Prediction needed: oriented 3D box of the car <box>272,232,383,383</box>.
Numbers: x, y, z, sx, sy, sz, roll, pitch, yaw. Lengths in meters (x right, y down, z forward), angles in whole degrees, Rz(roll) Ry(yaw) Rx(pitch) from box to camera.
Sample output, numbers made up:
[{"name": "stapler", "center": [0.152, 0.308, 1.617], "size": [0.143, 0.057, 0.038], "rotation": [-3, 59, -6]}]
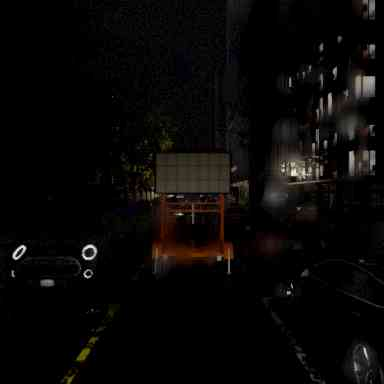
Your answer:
[{"name": "car", "center": [2.700, 1.566, 4.783], "size": [1.947, 1.339, 4.313], "rotation": [0, 0, 0]}]

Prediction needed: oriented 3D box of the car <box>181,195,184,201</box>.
[{"name": "car", "center": [-2.880, 1.458, 81.306], "size": [1.895, 1.301, 4.718], "rotation": [0, 0, 0]}]

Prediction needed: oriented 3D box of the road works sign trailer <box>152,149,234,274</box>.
[{"name": "road works sign trailer", "center": [0.031, 0.462, 10.526], "size": [2.380, 3.560, 2.880], "rotation": [0, 0, 1]}]

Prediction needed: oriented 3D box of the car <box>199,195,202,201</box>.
[{"name": "car", "center": [2.795, 1.446, 67.281], "size": [1.887, 1.381, 4.507], "rotation": [0, 0, 0]}]

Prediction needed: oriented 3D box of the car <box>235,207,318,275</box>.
[{"name": "car", "center": [2.709, 1.438, 10.464], "size": [1.967, 1.590, 4.097], "rotation": [0, 0, 0]}]

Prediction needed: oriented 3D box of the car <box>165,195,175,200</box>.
[{"name": "car", "center": [-5.560, 1.398, 84.363], "size": [2.008, 1.369, 4.403], "rotation": [0, 0, 0]}]

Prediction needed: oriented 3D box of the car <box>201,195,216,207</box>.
[{"name": "car", "center": [2.769, 1.526, 50.237], "size": [1.802, 1.307, 4.206], "rotation": [0, 0, 0]}]

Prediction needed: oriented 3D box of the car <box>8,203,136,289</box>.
[{"name": "car", "center": [-3.087, 1.350, 9.340], "size": [2.097, 1.767, 4.553], "rotation": [0, 0, 0]}]

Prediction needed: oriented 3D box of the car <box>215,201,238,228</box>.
[{"name": "car", "center": [2.726, 1.515, 22.000], "size": [1.752, 1.417, 4.829], "rotation": [0, 0, 0]}]

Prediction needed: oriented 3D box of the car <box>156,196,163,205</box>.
[{"name": "car", "center": [-5.603, 1.475, 55.948], "size": [1.887, 1.381, 4.507], "rotation": [0, 0, 0]}]

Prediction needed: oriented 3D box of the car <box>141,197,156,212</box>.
[{"name": "car", "center": [-5.629, 1.547, 38.900], "size": [1.802, 1.307, 4.206], "rotation": [0, 0, 0]}]

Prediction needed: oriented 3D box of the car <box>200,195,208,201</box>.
[{"name": "car", "center": [2.812, 1.432, 78.643], "size": [1.947, 1.339, 4.313], "rotation": [0, 0, 0]}]

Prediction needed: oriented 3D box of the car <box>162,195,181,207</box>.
[{"name": "car", "center": [-3.023, 1.469, 50.494], "size": [1.812, 1.442, 4.674], "rotation": [0, 0, 0]}]

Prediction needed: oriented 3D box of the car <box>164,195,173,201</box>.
[{"name": "car", "center": [-5.569, 1.392, 78.509], "size": [1.752, 1.417, 4.829], "rotation": [0, 0, 0]}]

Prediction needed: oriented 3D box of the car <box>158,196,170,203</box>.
[{"name": "car", "center": [-5.586, 1.452, 67.315], "size": [2.008, 1.369, 4.403], "rotation": [0, 0, 0]}]

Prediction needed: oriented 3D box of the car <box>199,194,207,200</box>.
[{"name": "car", "center": [2.829, 1.379, 90.007], "size": [2.008, 1.369, 4.403], "rotation": [0, 0, 0]}]

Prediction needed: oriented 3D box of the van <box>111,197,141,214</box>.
[{"name": "van", "center": [-5.645, 1.324, 27.534], "size": [1.690, 1.788, 3.998], "rotation": [0, 0, 0]}]

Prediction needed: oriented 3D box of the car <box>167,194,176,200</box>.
[{"name": "car", "center": [-5.552, 1.379, 90.046], "size": [2.008, 1.369, 4.403], "rotation": [0, 0, 0]}]
